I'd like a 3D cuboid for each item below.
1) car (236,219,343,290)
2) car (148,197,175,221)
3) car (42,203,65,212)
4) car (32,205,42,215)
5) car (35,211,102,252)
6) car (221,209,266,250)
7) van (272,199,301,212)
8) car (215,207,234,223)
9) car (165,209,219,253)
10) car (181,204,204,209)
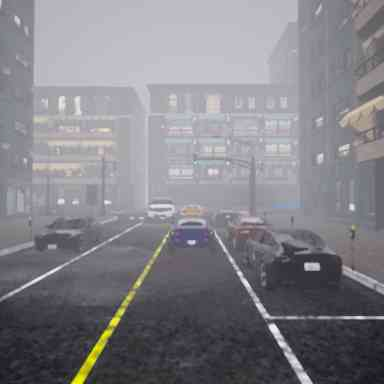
[{"bbox_3d":[2.575,1.660,9.205,1.947,1.339,4.313,1,-1,0],"label":"car"},{"bbox_3d":[-2.744,1.534,30.964,2.150,2.045,5.566,0,-1,0],"label":"car"},{"bbox_3d":[-19.693,2.198,45.427,4.403,1.369,2.008,0,-1,0],"label":"car"},{"bbox_3d":[-19.652,1.911,37.291,4.097,1.590,1.967,0,-1,0],"label":"car"},{"bbox_3d":[-5.271,1.718,14.747,1.947,1.339,4.313,1,-1,0],"label":"car"},{"bbox_3d":[2.576,1.697,14.771,1.887,1.381,4.507,1,-1,0],"label":"car"},{"bbox_3d":[13.090,1.777,45.471,3.998,1.788,1.690,0,-1,0],"label":"van"},{"bbox_3d":[2.578,1.838,25.897,1.947,1.339,4.313,1,-1,0],"label":"car"},{"bbox_3d":[0.008,1.674,14.382,1.812,1.442,4.674,0,0,0],"label":"car"},{"bbox_3d":[0.062,1.790,29.470,1.882,1.535,5.008,0,0,2],"label":"car"}]
